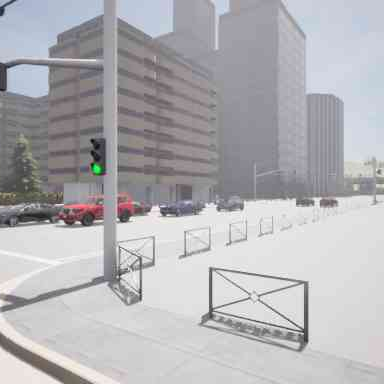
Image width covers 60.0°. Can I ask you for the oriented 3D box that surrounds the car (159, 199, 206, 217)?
[{"bbox_3d":[-1.006,1.601,31.569,1.895,1.301,4.718,0,0,35],"label":"car"}]

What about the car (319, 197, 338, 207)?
[{"bbox_3d":[20.874,1.478,50.652,1.882,1.535,5.008,0,0,35],"label":"car"}]

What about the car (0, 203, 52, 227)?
[{"bbox_3d":[-11.213,1.492,22.925,2.128,1.511,4.902,0,0,35],"label":"car"}]

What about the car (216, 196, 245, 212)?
[{"bbox_3d":[4.679,1.526,39.790,1.812,1.442,4.674,0,0,35],"label":"car"}]

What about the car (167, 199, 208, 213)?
[{"bbox_3d":[-0.407,1.547,38.601,2.033,1.411,5.357,0,0,35],"label":"car"}]

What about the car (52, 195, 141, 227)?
[{"bbox_3d":[-6.550,1.221,23.524,2.150,2.045,5.566,0,0,35],"label":"car"}]

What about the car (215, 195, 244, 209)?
[{"bbox_3d":[5.385,1.352,46.938,2.097,1.767,4.553,0,0,35],"label":"car"}]

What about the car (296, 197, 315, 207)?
[{"bbox_3d":[17.950,1.478,52.546,1.882,1.535,5.008,0,0,35],"label":"car"}]

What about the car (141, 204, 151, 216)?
[{"bbox_3d":[-5.953,1.601,30.557,1.895,1.301,4.718,0,0,35],"label":"car"}]
